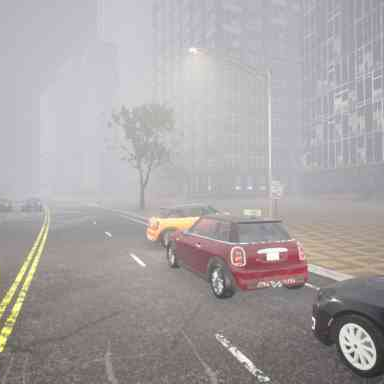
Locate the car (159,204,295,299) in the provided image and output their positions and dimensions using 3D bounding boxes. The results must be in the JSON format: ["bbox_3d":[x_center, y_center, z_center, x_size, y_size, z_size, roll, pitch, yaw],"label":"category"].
[{"bbox_3d":[0.874,1.355,8.851,2.097,1.767,4.553,0,0,-22],"label":"car"}]

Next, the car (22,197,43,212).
[{"bbox_3d":[-18.864,1.393,39.376,2.097,1.767,4.553,0,0,-24],"label":"car"}]

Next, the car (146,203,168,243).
[{"bbox_3d":[0.364,1.276,14.449,4.553,1.767,2.097,-3,1,-18],"label":"car"}]

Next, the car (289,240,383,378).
[{"bbox_3d":[3.614,1.505,3.383,1.837,1.490,4.892,0,0,-36],"label":"car"}]

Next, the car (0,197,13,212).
[{"bbox_3d":[-21.832,1.390,38.052,2.097,1.767,4.553,0,0,-24],"label":"car"}]
